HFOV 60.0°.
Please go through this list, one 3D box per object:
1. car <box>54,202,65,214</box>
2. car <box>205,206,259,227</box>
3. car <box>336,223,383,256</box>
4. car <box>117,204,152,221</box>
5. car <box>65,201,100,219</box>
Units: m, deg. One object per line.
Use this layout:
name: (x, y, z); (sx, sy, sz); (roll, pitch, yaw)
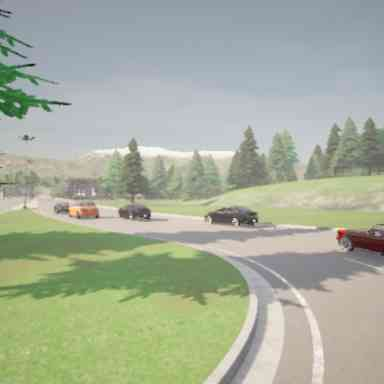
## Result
car: (-16.161, 1.999, 41.705); (2.033, 1.411, 5.357); (1, -1, -27)
car: (3.012, 1.847, 26.040); (1.837, 1.490, 4.892); (1, -1, -39)
car: (7.459, 1.791, 12.280); (1.895, 1.301, 4.718); (0, -1, -11)
car: (-5.589, 1.880, 31.739); (1.837, 1.490, 4.892); (1, -1, -35)
car: (-10.962, 1.725, 33.566); (2.097, 1.767, 4.553); (1, -1, -33)
